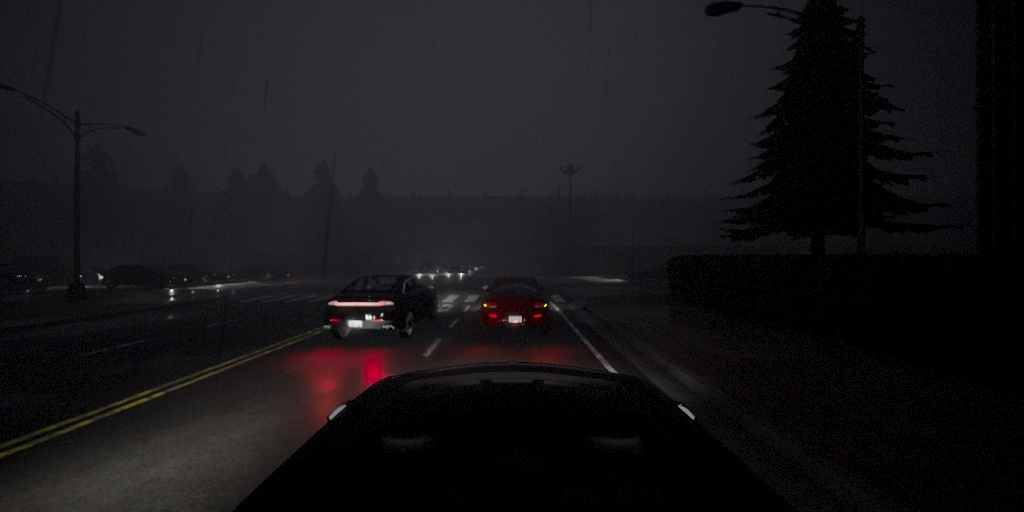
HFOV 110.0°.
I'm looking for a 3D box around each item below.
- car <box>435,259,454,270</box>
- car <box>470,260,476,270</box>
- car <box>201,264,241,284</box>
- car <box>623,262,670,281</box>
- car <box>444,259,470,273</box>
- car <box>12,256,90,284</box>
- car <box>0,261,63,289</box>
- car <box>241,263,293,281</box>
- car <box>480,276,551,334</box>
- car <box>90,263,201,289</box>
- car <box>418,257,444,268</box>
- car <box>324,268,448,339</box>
[{"bbox_3d":[-10.592,1.294,56.549,2.097,1.767,4.553,0,0,0],"label":"car"},{"bbox_3d":[-7.112,1.290,55.410,2.097,1.767,4.553,0,0,-2],"label":"car"},{"bbox_3d":[-23.367,1.285,26.445,4.892,1.490,1.837,0,0,-1],"label":"car"},{"bbox_3d":[12.263,1.342,30.244,5.357,1.411,2.033,0,0,0],"label":"car"},{"bbox_3d":[-7.094,1.259,46.548,2.097,1.767,4.553,0,0,0],"label":"car"},{"bbox_3d":[-33.210,1.001,26.278,5.566,2.045,2.150,0,0,-3],"label":"car"},{"bbox_3d":[-32.592,1.259,22.767,4.902,1.511,2.128,0,0,-3],"label":"car"},{"bbox_3d":[-20.994,1.297,29.880,4.892,1.490,1.837,0,0,2],"label":"car"},{"bbox_3d":[0.085,1.307,10.648,1.812,1.442,4.674,0,0,0],"label":"car"},{"bbox_3d":[-23.343,1.273,22.950,4.892,1.490,1.837,0,0,0],"label":"car"},{"bbox_3d":[-10.592,1.129,46.888,2.150,2.045,5.566,0,0,0],"label":"car"},{"bbox_3d":[-3.400,1.271,10.208,2.128,1.511,4.902,0,0,0],"label":"car"}]
